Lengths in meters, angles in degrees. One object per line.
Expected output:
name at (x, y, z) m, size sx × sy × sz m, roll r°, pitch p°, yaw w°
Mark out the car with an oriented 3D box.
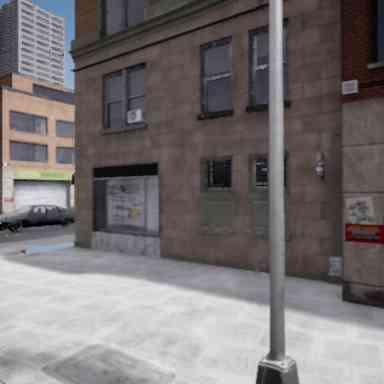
car at (-9.141, 1.457, 19.641) m, size 2.033 × 1.411 × 5.357 m, roll 0°, pitch 0°, yaw 34°
